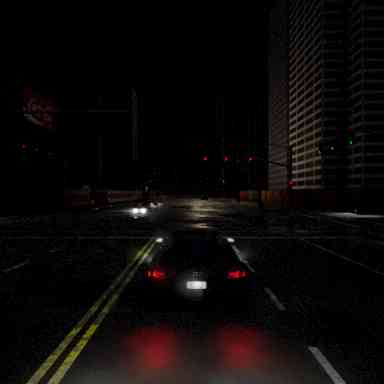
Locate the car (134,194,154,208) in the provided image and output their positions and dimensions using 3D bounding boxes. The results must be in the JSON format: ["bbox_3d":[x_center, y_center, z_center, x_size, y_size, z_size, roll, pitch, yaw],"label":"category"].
[{"bbox_3d":[-7.214,1.491,48.086,2.128,1.511,4.902,0,0,0],"label":"car"}]

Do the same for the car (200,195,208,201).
[{"bbox_3d":[3.268,1.525,87.544,2.128,1.511,4.902,0,0,0],"label":"car"}]

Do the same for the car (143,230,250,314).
[{"bbox_3d":[0.076,1.564,7.706,1.994,1.385,4.181,0,0,0],"label":"car"}]

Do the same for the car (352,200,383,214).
[{"bbox_3d":[19.626,1.547,34.492,5.357,1.411,2.033,0,0,0],"label":"car"}]

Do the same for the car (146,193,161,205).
[{"bbox_3d":[-7.229,1.221,58.039,2.150,2.045,5.566,0,0,0],"label":"car"}]
